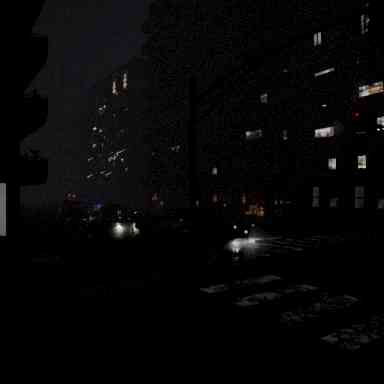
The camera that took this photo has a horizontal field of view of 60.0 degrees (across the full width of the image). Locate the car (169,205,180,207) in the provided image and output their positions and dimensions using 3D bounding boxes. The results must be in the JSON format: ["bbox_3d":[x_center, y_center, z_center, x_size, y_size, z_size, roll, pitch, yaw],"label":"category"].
[{"bbox_3d":[-1.802,2.045,34.223,1.887,1.381,4.507,-1,0,-36],"label":"car"}]

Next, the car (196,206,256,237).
[{"bbox_3d":[1.351,1.818,20.112,2.033,1.411,5.357,0,-1,-36],"label":"car"}]

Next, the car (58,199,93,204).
[{"bbox_3d":[-15.090,1.989,42.804,2.150,2.045,5.566,0,0,-36],"label":"car"}]

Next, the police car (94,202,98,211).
[{"bbox_3d":[-12.286,2.256,49.510,1.930,1.638,5.238,0,-1,-36],"label":"police car"}]

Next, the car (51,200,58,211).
[{"bbox_3d":[-23.196,2.600,59.386,1.837,1.490,4.892,0,-1,-36],"label":"car"}]

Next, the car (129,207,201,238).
[{"bbox_3d":[-1.773,1.833,19.966,1.752,1.417,4.829,-1,0,-36],"label":"car"}]

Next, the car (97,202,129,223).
[{"bbox_3d":[-6.881,1.877,31.447,2.097,1.767,4.553,0,-1,-36],"label":"car"}]

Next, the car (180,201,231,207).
[{"bbox_3d":[1.517,1.713,29.640,2.192,1.841,5.009,-1,0,-36],"label":"car"}]

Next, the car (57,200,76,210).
[{"bbox_3d":[-25.085,2.523,66.314,2.192,1.841,5.009,-1,0,-36],"label":"car"}]

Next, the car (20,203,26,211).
[{"bbox_3d":[-31.801,2.769,61.365,1.887,1.381,4.507,-1,0,-36],"label":"car"}]

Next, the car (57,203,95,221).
[{"bbox_3d":[-11.848,2.163,33.857,1.887,1.381,4.507,-1,0,-36],"label":"car"}]

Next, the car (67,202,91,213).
[{"bbox_3d":[-17.665,2.418,51.760,2.128,1.511,4.902,0,-1,-36],"label":"car"}]

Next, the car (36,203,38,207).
[{"bbox_3d":[-38.376,3.167,84.655,1.947,1.339,4.313,-1,0,-36],"label":"car"}]

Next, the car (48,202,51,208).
[{"bbox_3d":[-28.411,2.623,70.900,2.192,1.841,5.009,-1,0,-36],"label":"car"}]

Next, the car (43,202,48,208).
[{"bbox_3d":[-31.729,2.972,75.483,1.947,1.339,4.313,-1,0,-36],"label":"car"}]

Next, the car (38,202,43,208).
[{"bbox_3d":[-35.055,3.049,80.068,1.887,1.381,4.507,-1,0,-36],"label":"car"}]
